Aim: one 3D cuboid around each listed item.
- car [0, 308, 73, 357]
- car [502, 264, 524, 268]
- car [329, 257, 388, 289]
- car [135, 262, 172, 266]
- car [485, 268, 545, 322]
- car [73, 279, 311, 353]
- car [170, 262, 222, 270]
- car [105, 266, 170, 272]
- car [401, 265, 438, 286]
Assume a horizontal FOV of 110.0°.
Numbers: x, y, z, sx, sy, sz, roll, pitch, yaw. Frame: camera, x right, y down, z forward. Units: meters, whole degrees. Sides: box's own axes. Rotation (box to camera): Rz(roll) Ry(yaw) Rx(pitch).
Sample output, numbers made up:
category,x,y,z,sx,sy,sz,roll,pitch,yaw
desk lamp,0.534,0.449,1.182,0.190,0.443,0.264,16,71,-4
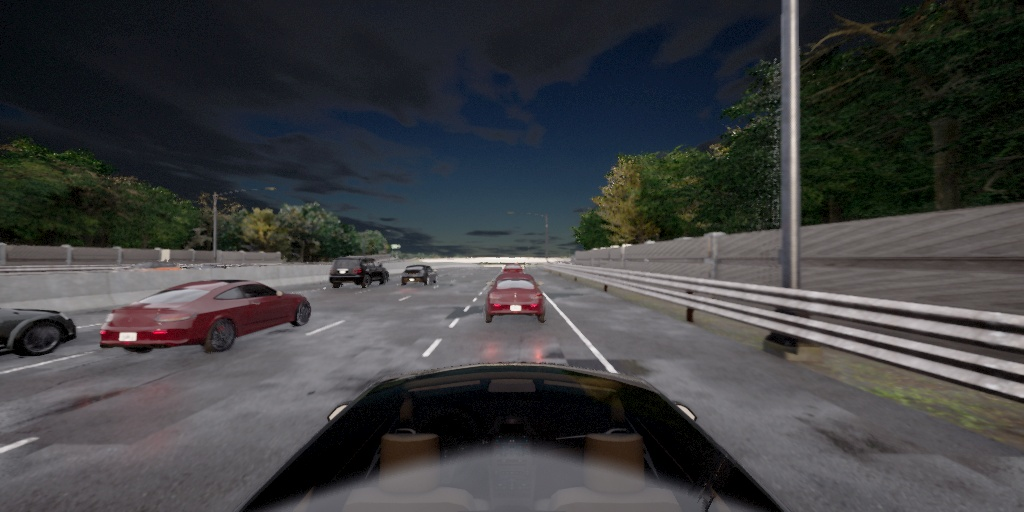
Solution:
category,x,y,z,sx,sy,sz,roll,pitch,yaw
car,-10.399,1.322,5.943,1.994,1.385,4.181,0,0,0
car,0.109,1.440,32.811,1.882,1.535,5.008,0,-1,0
car,-10.394,1.104,24.696,2.150,2.045,5.566,0,-1,0
car,-31.582,1.299,31.206,2.097,1.767,4.553,0,0,0
car,0.103,1.310,12.360,1.812,1.442,4.674,0,0,0
car,-6.897,1.293,8.743,1.812,1.442,4.674,0,0,0
car,-28.081,1.528,32.788,1.994,1.385,4.181,0,-1,0
car,-24.594,1.460,22.276,1.895,1.301,4.718,0,-1,0
car,-6.893,1.410,27.047,1.837,1.490,4.892,0,-1,0
